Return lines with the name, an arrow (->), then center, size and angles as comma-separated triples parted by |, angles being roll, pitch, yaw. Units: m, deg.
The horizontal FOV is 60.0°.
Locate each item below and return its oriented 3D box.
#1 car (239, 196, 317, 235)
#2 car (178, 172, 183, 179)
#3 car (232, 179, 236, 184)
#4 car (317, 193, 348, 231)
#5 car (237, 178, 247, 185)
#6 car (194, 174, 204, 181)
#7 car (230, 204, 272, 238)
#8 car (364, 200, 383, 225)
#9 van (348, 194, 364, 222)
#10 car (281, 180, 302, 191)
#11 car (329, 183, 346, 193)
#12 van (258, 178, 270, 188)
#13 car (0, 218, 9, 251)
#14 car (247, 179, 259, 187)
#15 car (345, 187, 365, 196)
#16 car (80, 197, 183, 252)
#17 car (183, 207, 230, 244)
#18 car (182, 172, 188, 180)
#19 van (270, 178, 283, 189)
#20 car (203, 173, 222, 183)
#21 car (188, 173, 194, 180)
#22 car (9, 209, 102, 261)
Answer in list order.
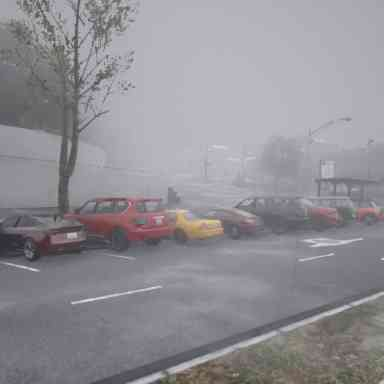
car -> 3.900, 1.261, 19.310 | 5.566, 2.045, 2.435 | -1, -1, 35
car -> -1.581, -4.363, 92.183 | 2.435, 2.045, 5.566 | 1, -1, 34
car -> 10.681, -2.318, 75.137 | 2.002, 1.452, 4.674 | 7, 3, 35
car -> 6.412, 1.266, 21.016 | 5.566, 2.045, 2.435 | -1, -1, 35
car -> 12.425, -2.044, 72.676 | 2.002, 1.452, 4.674 | 7, 4, 35
car -> 3.719, -3.700, 84.903 | 2.435, 2.045, 5.566 | 7, 3, 34
car -> 1.474, 1.547, 17.551 | 4.674, 1.452, 2.002 | -1, -1, 35
car -> 11.358, 1.402, 24.439 | 4.553, 1.767, 2.185 | -1, -1, 35
van -> 8.950, 1.296, 22.687 | 4.442, 1.987, 1.878 | -1, -1, 35
car -> 19.325, -0.993, 62.795 | 2.231, 1.521, 4.892 | 7, 3, 35
car -> 24.540, -0.427, 55.412 | 2.435, 2.045, 5.566 | 7, 3, 35
van -> 15.834, -1.765, 67.626 | 1.878, 1.987, 4.442 | 7, 4, 35
car -> -8.313, 1.492, 10.599 | 4.892, 1.521, 2.231 | -1, -1, 34
car -> 14.258, -1.813, 70.357 | 1.946, 1.575, 5.366 | 7, 3, 35
car -> 26.232, 0.135, 52.941 | 2.002, 1.452, 4.674 | 7, 3, 35
car -> -3.451, 1.247, 14.093 | 5.566, 2.045, 2.435 | -1, -1, 34
car -> -1.132, 1.502, 15.922 | 5.366, 1.575, 1.946 | -1, -1, 35
car -> 0.192, -4.086, 89.837 | 2.185, 1.767, 4.553 | 4, 1, 33
van -> 17.564, -1.492, 65.156 | 1.878, 1.987, 4.442 | 7, 4, 35
car -> 5.572, -3.177, 82.644 | 1.946, 1.575, 5.366 | 7, 3, 34
car -> 1.924, -3.851, 87.368 | 2.185, 1.767, 4.553 | 6, 3, 34
car -> -5.895, 1.523, 12.346 | 4.792, 1.488, 2.163 | -1, -1, 35
